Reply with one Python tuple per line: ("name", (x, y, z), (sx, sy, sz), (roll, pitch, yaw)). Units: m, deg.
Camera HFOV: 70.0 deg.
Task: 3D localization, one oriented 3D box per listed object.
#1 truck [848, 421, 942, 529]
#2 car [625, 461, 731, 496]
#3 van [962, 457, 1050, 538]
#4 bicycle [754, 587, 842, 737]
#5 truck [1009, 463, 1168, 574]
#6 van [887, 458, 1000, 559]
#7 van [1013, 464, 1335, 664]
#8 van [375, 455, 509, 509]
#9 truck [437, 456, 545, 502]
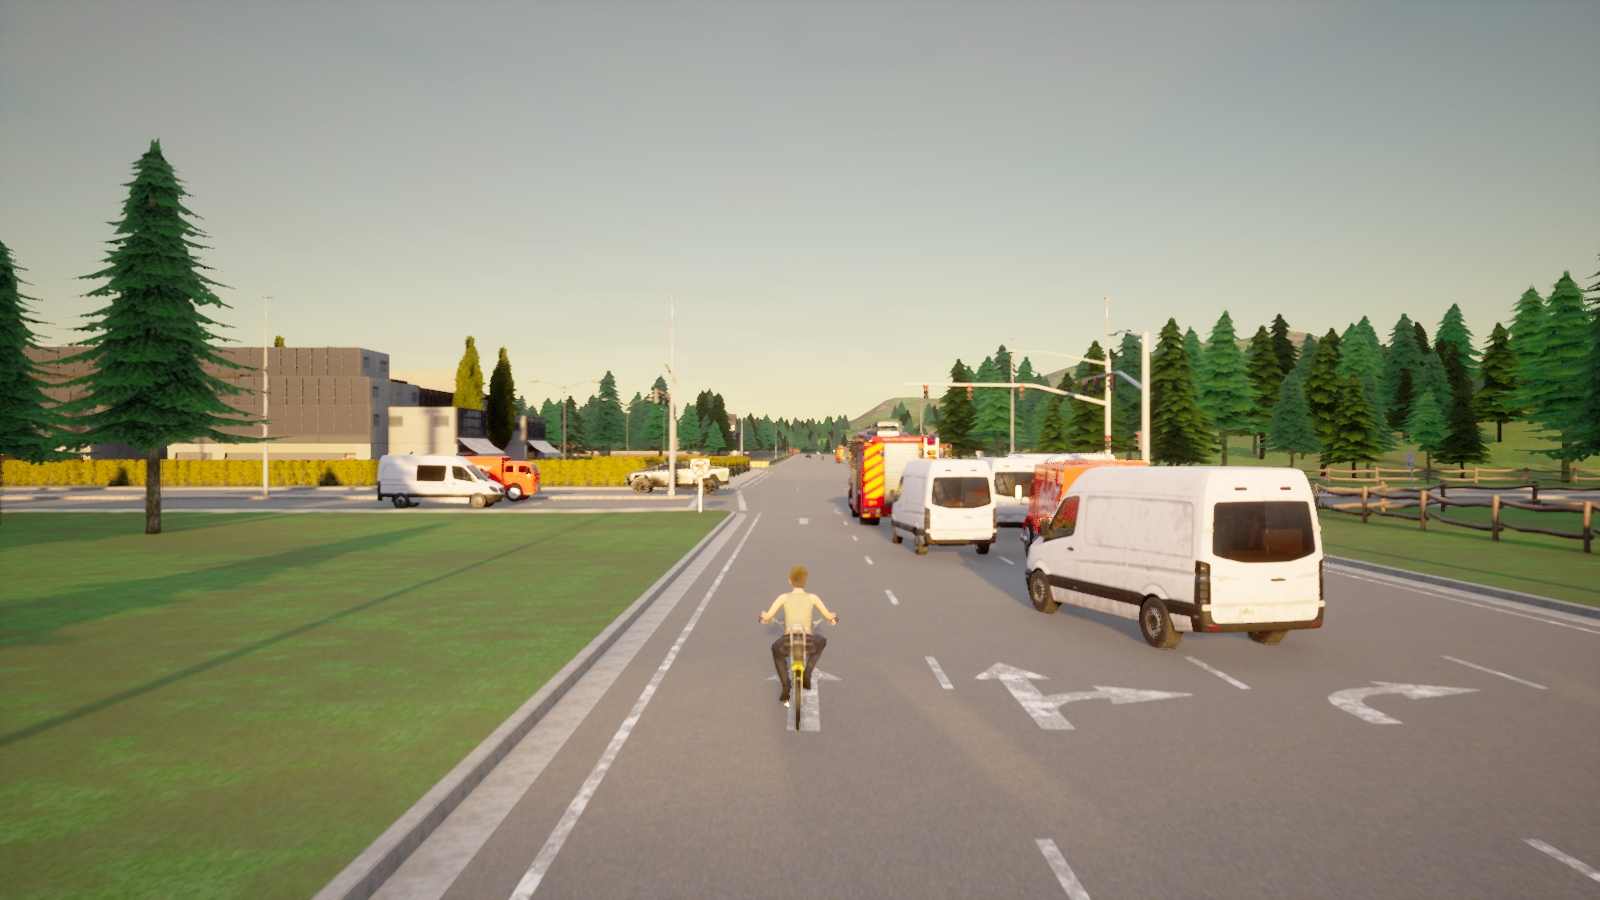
("truck", (3.560, 0.890, 44.930), (2.891, 3.827, 8.468), (0, 0, -1))
("car", (-7.480, 1.753, 70.557), (6.274, 2.098, 2.390), (0, 0, -1))
("van", (7.005, 1.534, 39.575), (1.988, 2.561, 5.915), (0, 0, 0))
("bicycle", (-0.016, 2.158, 11.893), (0.859, 1.276, 1.487), (0, 0, 0))
("truck", (7.000, 1.565, 28.415), (2.627, 2.467, 5.204), (0, 0, 0))
("van", (3.931, 1.534, 32.453), (1.988, 2.561, 5.915), (0, 0, -5))
("van", (5.541, 1.533, 18.057), (1.988, 2.561, 5.915), (0, 0, -14))
("van", (-17.308, 1.534, 55.423), (5.915, 2.561, 1.988), (0, 0, -1))
("truck", (-16.836, 1.568, 62.431), (5.204, 2.467, 2.627), (0, 0, -1))
